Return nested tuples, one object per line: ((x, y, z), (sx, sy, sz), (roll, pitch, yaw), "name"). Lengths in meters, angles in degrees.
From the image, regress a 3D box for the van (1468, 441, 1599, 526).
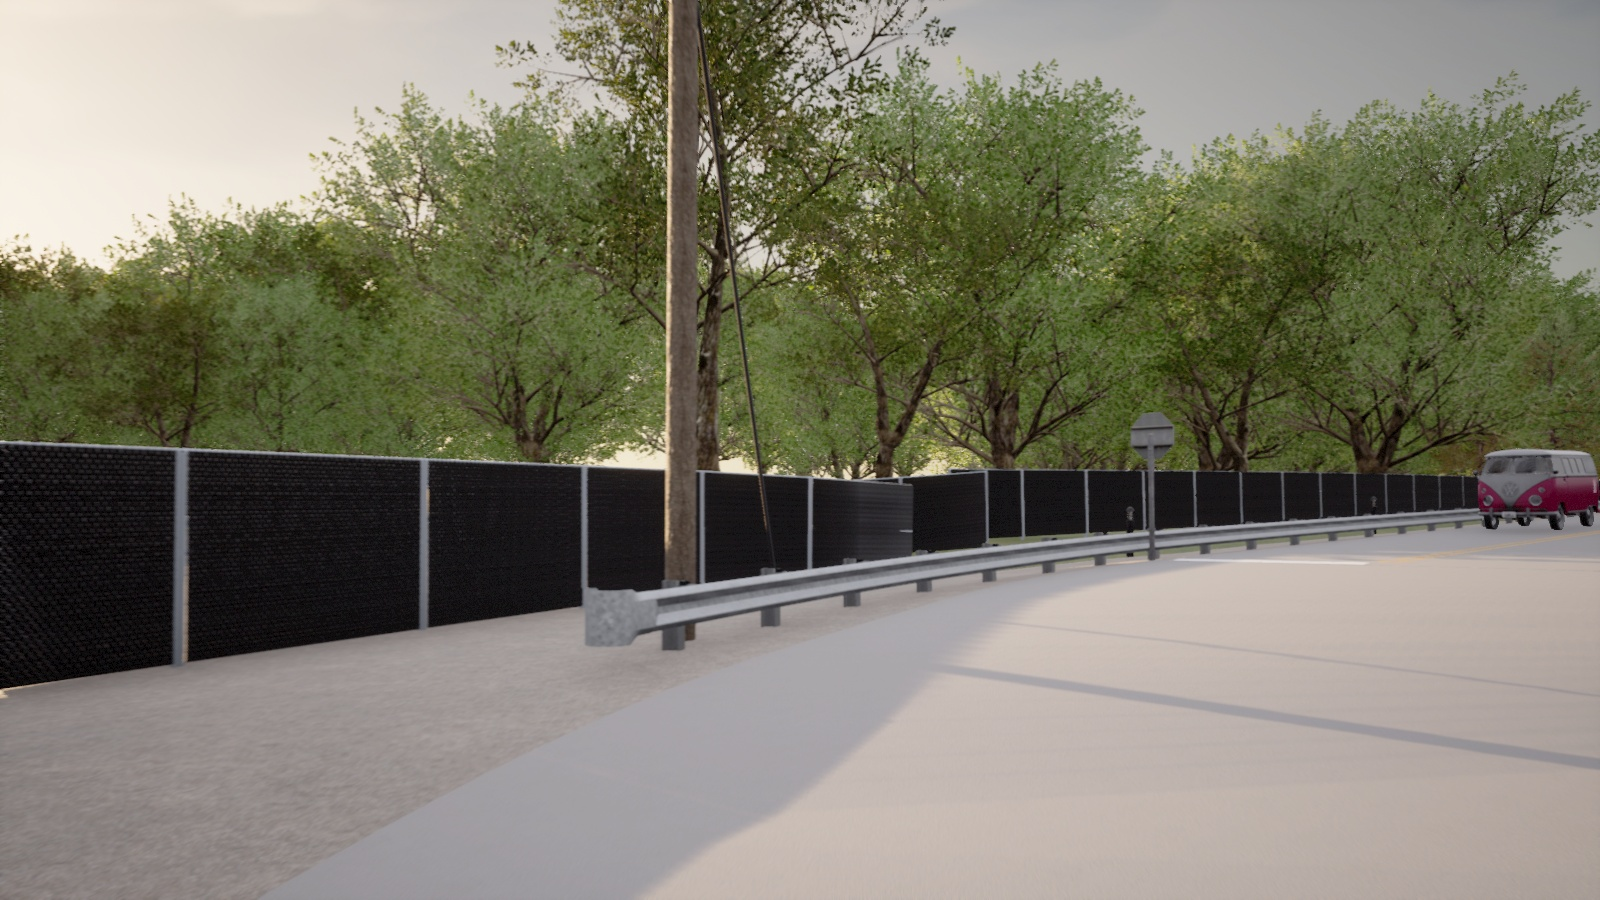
((18.641, 0.835, 31.695), (4.442, 1.987, 1.775), (0, -3, -44), "van")
